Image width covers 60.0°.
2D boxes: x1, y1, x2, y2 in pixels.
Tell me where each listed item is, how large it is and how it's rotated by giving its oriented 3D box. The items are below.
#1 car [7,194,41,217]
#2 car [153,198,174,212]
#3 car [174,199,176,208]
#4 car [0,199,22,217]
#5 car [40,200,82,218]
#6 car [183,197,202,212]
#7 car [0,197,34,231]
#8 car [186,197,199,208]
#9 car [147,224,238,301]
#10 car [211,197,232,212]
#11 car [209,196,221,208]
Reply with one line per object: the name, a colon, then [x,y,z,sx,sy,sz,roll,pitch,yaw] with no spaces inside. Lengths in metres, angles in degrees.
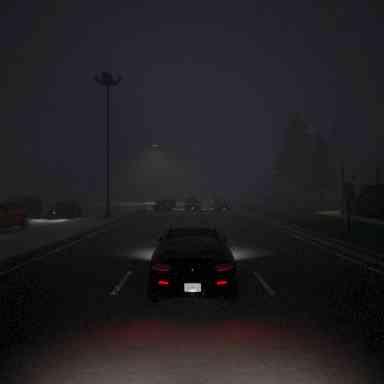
car: [-14.942,1.221,28.776,2.150,2.045,5.566,0,0,0]
car: [-3.421,1.526,39.232,1.812,1.442,4.674,0,0,0]
car: [-3.401,1.564,49.235,1.994,1.385,4.181,0,0,0]
car: [-18.436,1.505,31.840,1.837,1.490,4.892,0,0,0]
car: [-11.439,1.505,30.015,1.837,1.490,4.892,0,0,0]
car: [0.078,1.505,38.808,1.837,1.490,4.892,0,0,0]
car: [-11.471,1.351,19.305,2.097,1.767,4.553,0,0,0]
car: [0.099,1.505,49.228,1.837,1.490,4.892,0,0,0]
car: [0.017,1.526,8.198,1.812,1.442,4.674,0,0,0]
car: [3.579,1.601,39.247,1.895,1.301,4.718,0,0,0]
car: [3.599,1.352,49.191,2.097,1.767,4.553,0,0,0]
